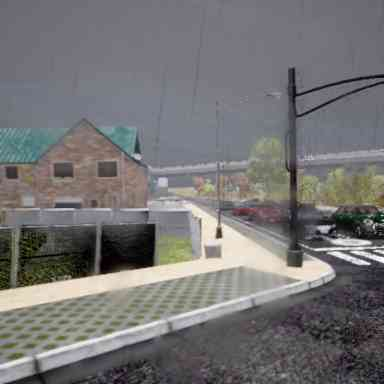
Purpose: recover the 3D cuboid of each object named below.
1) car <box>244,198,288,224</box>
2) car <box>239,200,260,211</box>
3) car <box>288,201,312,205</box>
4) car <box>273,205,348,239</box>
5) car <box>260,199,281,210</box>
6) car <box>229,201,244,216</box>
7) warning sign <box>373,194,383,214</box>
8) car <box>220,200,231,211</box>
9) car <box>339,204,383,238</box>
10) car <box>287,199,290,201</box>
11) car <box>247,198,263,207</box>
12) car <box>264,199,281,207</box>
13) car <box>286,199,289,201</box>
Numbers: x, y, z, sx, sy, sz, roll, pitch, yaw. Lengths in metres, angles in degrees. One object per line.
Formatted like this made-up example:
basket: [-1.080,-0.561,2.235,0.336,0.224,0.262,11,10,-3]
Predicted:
car: [6.272,1.704,28.671,2.097,1.767,4.553,-1,0,-2]
car: [8.669,1.976,50.322,2.033,1.411,5.357,-1,0,-2]
car: [9.548,1.770,28.186,1.837,1.490,4.892,-1,0,-2]
car: [6.666,1.777,19.464,2.128,1.511,4.902,-1,0,-2]
car: [11.920,1.875,50.922,1.812,1.442,4.674,-1,0,-2]
car: [5.863,2.024,38.606,1.895,1.301,4.718,-1,0,-2]
warning sign: [18.818,1.173,32.880,1.300,1.860,1.060,0,1,-3]
car: [5.405,2.018,50.486,1.837,1.490,4.892,-1,0,-2]
car: [9.922,1.554,19.317,2.097,1.767,4.553,-1,0,-3]
car: [15.161,1.794,51.195,1.812,1.442,4.674,-1,0,-2]
car: [11.485,1.936,61.060,1.837,1.490,4.892,-1,0,-2]
car: [14.732,1.950,61.229,1.895,1.301,4.718,-1,0,-2]
car: [9.137,1.863,38.248,1.812,1.442,4.674,-1,0,-3]
